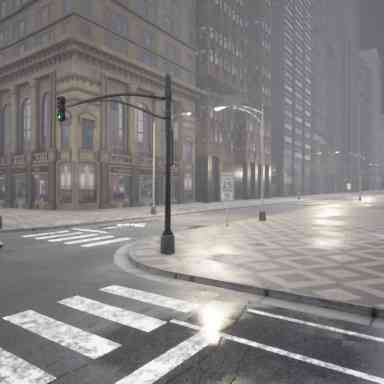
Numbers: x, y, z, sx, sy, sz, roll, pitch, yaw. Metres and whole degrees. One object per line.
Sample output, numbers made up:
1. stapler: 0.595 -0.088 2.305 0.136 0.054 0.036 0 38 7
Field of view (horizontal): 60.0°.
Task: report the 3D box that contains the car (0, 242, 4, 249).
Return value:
1. car: -7.908 1.538 9.070 1.895 1.301 4.718 0 1 36
